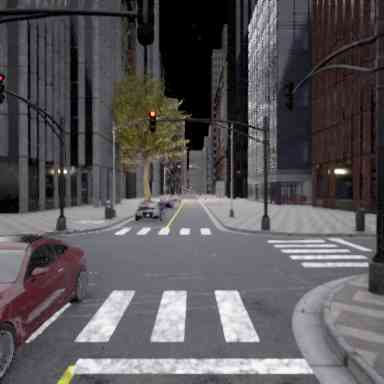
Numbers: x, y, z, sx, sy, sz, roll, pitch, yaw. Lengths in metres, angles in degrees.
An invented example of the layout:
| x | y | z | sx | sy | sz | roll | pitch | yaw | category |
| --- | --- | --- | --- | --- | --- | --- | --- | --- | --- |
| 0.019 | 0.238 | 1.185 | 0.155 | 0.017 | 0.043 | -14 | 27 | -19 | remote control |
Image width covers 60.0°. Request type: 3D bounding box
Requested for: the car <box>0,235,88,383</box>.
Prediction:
| x | y | z | sx | sy | sz | roll | pitch | yaw | category |
| --- | --- | --- | --- | --- | --- | --- | --- | --- | --- |
| -3.104 | 1.501 | 5.396 | 1.812 | 1.442 | 4.674 | 0 | 0 | 0 | car |

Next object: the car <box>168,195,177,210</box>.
| x | y | z | sx | sy | sz | roll | pitch | yaw | category |
| --- | --- | --- | --- | --- | --- | --- | --- | --- | --- |
| -3.122 | 1.416 | 39.881 | 1.895 | 1.301 | 4.718 | 0 | 0 | 0 | car |

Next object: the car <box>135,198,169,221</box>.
| x | y | z | sx | sy | sz | roll | pitch | yaw | category |
| --- | --- | --- | --- | --- | --- | --- | --- | --- | --- |
| -3.106 | 1.444 | 25.523 | 1.994 | 1.385 | 4.181 | 0 | 1 | 1 | car |

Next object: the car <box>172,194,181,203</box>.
| x | y | z | sx | sy | sz | roll | pitch | yaw | category |
| --- | --- | --- | --- | --- | --- | --- | --- | --- | --- |
| -3.038 | 1.073 | 60.469 | 2.097 | 1.767 | 4.553 | 0 | 0 | 0 | car |
